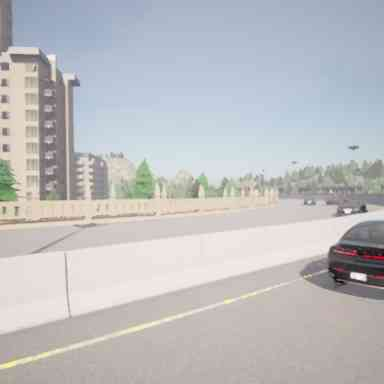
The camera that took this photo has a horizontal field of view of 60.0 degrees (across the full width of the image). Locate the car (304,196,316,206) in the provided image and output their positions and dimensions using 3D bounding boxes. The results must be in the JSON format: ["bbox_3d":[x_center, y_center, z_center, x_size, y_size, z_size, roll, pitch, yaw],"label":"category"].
[{"bbox_3d":[18.993,1.408,53.593,2.128,1.511,4.902,0,0,20],"label":"car"}]

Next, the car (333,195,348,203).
[{"bbox_3d":[29.798,1.418,66.853,1.994,1.385,4.181,-1,0,12],"label":"car"}]

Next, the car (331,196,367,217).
[{"bbox_3d":[13.961,1.384,28.937,2.128,1.511,4.902,0,0,35],"label":"car"}]

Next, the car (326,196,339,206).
[{"bbox_3d":[22.364,1.366,52.624,1.882,1.535,5.008,0,0,20],"label":"car"}]

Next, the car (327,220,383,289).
[{"bbox_3d":[5.189,1.454,8.375,4.892,1.490,1.837,0,0,-42],"label":"car"}]
